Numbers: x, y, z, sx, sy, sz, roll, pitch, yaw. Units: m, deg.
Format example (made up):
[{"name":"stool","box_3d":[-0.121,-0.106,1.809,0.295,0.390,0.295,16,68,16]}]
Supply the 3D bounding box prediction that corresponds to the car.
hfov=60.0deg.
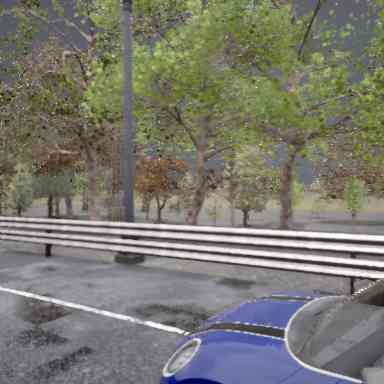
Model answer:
[{"name":"car","box_3d":[1.907,1.350,2.357,4.553,1.767,2.097,-1,0,34]}]
